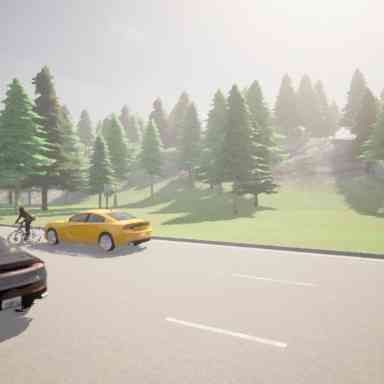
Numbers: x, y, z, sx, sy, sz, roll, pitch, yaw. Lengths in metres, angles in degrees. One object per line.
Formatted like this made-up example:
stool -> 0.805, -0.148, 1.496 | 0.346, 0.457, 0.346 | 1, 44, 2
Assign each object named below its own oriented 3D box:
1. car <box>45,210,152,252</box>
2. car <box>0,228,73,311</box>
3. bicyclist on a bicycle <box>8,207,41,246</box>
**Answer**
car -> -4.023, 1.477, 13.948 | 5.008, 1.535, 1.882 | 0, 0, 29
car -> -4.864, 1.491, 6.378 | 4.902, 1.511, 2.128 | 0, 0, 31
bicyclist on a bicycle -> -7.035, 1.439, 14.009 | 0.582, 1.620, 1.656 | -1, 1, 21
